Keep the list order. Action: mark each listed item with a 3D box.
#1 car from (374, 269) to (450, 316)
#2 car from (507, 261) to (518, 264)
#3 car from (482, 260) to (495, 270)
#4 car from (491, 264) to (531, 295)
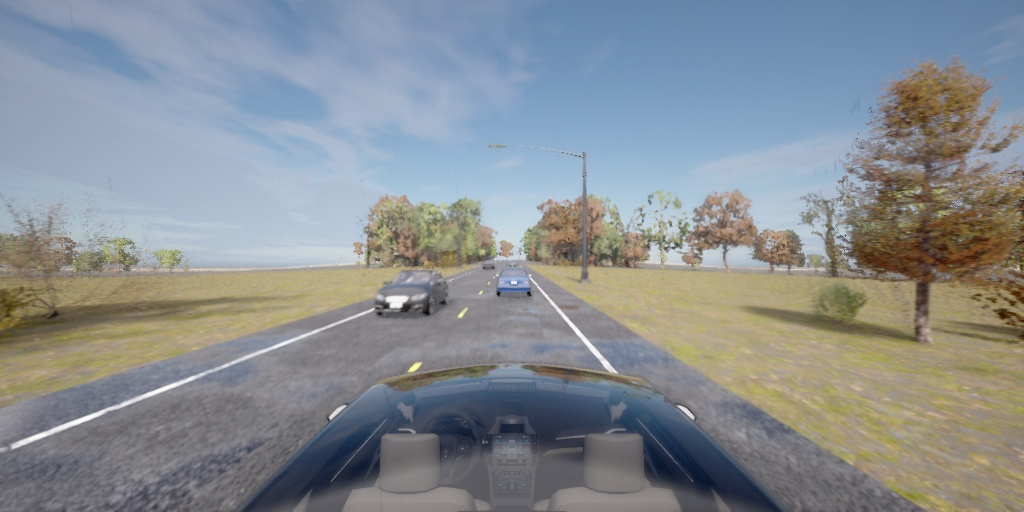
[{"bbox_3d":[-3.597,1.275,13.602,2.128,1.511,4.902,0,0,0],"label":"car"},{"bbox_3d":[0.090,1.435,50.847,2.033,1.411,5.357,0,0,0],"label":"car"},{"bbox_3d":[-3.554,1.378,55.202,1.882,1.535,5.008,0,0,1],"label":"car"},{"bbox_3d":[0.096,1.349,20.071,2.033,1.411,5.357,0,0,0],"label":"car"}]
